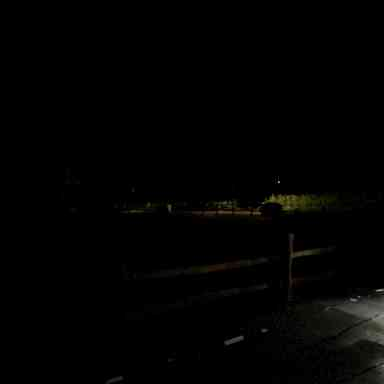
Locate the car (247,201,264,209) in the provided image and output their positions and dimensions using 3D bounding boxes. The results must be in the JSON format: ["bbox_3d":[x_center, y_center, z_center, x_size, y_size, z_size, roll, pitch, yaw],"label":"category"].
[{"bbox_3d":[14.516,3.091,73.658,2.150,2.045,5.566,2,-4,-35],"label":"car"}]
